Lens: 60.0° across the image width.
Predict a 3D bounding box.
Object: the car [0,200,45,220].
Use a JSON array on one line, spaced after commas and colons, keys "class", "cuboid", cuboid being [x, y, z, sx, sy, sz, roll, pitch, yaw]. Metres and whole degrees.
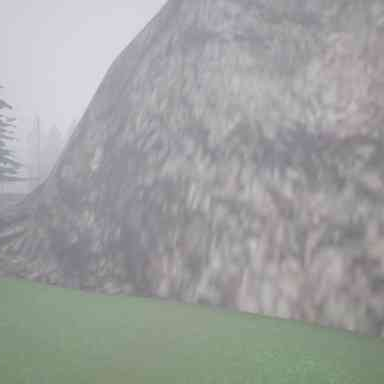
[{"class": "car", "cuboid": [-15.148, 1.482, 28.793, 2.128, 1.511, 4.902, 0, 0, 28]}]
